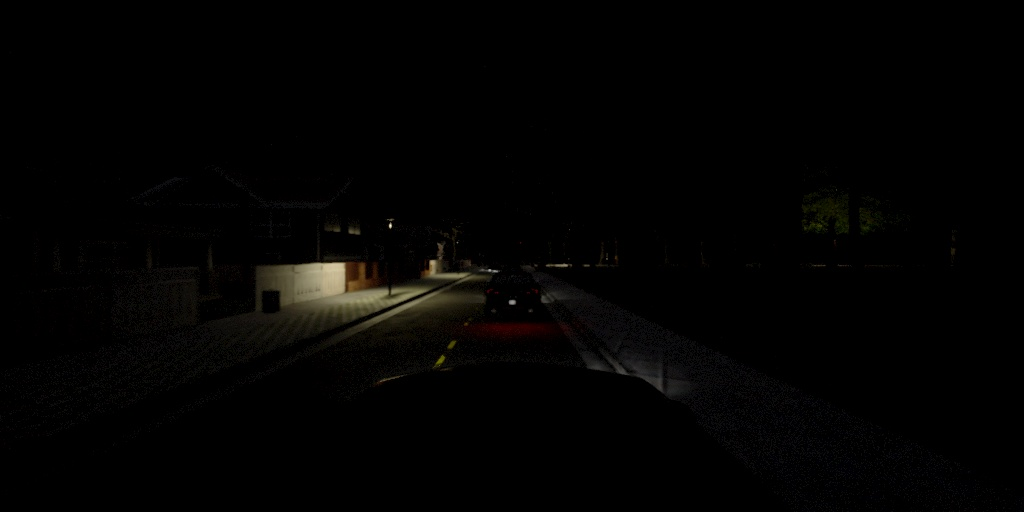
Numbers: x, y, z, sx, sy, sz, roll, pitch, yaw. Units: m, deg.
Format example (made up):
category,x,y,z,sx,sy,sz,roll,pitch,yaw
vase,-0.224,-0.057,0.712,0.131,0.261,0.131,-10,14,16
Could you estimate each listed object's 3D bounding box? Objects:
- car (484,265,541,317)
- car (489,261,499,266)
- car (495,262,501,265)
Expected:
category,x,y,z,sx,sy,sz,roll,pitch,yaw
car,0.035,1.286,13.515,1.882,1.535,5.008,0,0,1
car,-2.784,1.597,59.980,1.812,1.442,4.674,0,0,1
car,0.026,1.426,27.200,2.033,1.411,5.357,0,0,0
